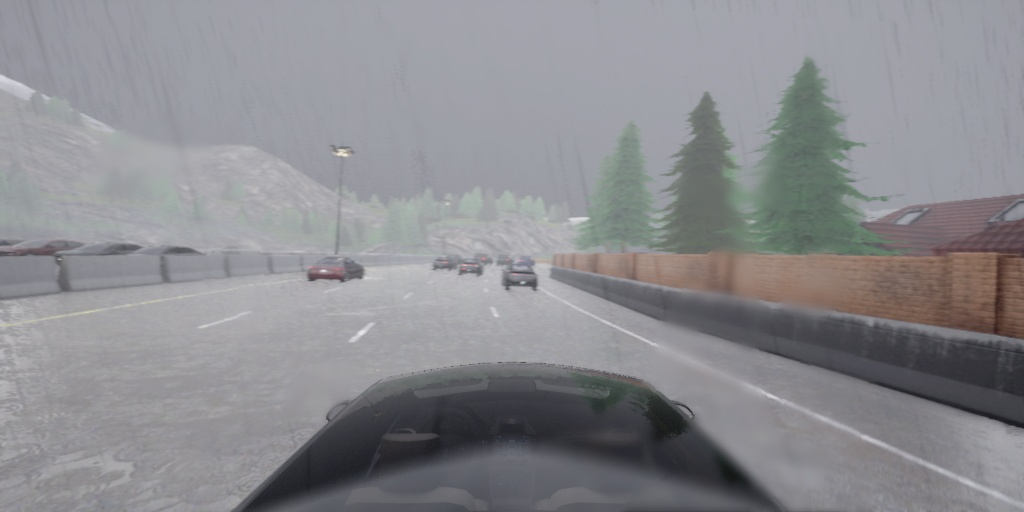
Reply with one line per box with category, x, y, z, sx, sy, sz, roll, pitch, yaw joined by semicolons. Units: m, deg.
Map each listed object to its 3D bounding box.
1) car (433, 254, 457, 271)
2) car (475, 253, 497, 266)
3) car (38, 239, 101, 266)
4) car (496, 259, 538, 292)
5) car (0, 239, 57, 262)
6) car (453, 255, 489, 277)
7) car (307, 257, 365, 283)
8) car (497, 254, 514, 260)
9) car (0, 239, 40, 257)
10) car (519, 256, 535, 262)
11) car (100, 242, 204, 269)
car;-7.037;0.801;38.388;2.128;1.511;4.902;3;0;3
car;-4.784;0.612;60.232;2.150;2.045;5.566;3;0;12
car;-24.343;-0.077;21.619;1.837;1.490;4.892;3;0;-4
car;0.389;1.226;21.862;2.128;1.511;4.902;3;0;-5
car;-31.373;-0.356;21.669;1.895;1.301;4.718;3;0;-3
car;-3.605;0.994;32.628;2.128;1.511;4.902;3;0;1
car;-10.040;0.745;20.814;1.994;1.385;4.181;3;0;-5
car;-1.054;0.809;61.039;2.150;2.045;5.566;3;0;13
car;-27.834;-0.291;21.502;1.882;1.535;5.008;3;0;-4
car;2.655;1.005;61.700;2.150;2.045;5.566;3;0;13
car;-20.830;0.110;21.409;1.837;1.490;4.892;3;0;-4
